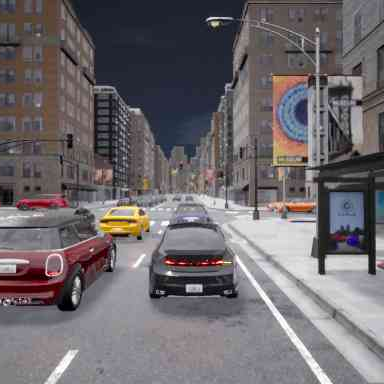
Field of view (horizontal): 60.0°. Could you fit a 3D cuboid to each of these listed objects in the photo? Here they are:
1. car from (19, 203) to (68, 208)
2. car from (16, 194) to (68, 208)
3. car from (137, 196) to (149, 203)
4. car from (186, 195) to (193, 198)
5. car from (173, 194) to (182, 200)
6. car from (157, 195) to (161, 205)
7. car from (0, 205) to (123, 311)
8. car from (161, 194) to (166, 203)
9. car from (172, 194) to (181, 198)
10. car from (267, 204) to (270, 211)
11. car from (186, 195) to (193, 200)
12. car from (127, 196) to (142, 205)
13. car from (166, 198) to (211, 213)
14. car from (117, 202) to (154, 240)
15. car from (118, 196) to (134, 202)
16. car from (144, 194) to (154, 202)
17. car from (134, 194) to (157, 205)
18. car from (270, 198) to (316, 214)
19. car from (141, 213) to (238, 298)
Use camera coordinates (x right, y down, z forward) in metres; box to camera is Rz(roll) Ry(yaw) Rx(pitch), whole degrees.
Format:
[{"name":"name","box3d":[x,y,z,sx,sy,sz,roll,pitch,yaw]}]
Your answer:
[{"name":"car","box3d":[-6.470,1.513,17.022,1.837,1.490,4.892,0,0,3]},{"name":"car","box3d":[-17.318,1.253,38.694,5.566,2.045,2.150,0,-1,-1]},{"name":"car","box3d":[-10.297,1.614,70.200,1.895,1.301,4.718,0,0,0]},{"name":"car","box3d":[-0.641,1.540,82.641,2.128,1.511,4.902,0,0,0]},{"name":"car","box3d":[-3.962,1.364,91.949,2.128,1.511,4.902,0,0,0]},{"name":"car","box3d":[-7.045,1.544,58.884,1.812,1.442,4.674,0,0,0]},{"name":"car","box3d":[-3.228,1.355,7.904,2.097,1.767,4.553,0,0,-1]},{"name":"car","box3d":[-7.037,1.583,68.892,1.994,1.385,4.181,0,0,0]},{"name":"car","box3d":[-3.886,1.603,81.977,1.895,1.301,4.718,0,0,0]},{"name":"car","box3d":[11.148,1.477,39.015,4.553,1.767,2.097,0,-1,-1]},{"name":"car","box3d":[-0.717,1.531,92.742,2.128,1.511,4.902,0,0,0]},{"name":"car","box3d":[-10.291,1.523,60.152,1.837,1.490,4.892,0,0,0]},{"name":"car","box3d":[-0.051,1.359,17.413,2.097,1.767,4.553,0,0,0]},{"name":"car","box3d":[-3.297,1.484,17.032,1.882,1.535,5.008,0,0,-1]},{"name":"car","box3d":[-10.249,1.583,51.331,1.994,1.385,4.181,0,0,0]},{"name":"car","box3d":[-10.375,1.372,80.514,2.097,1.767,4.553,0,0,0]},{"name":"car","box3d":[-6.991,1.370,50.308,2.097,1.767,4.553,0,0,0]},{"name":"car","box3d":[11.206,1.434,35.767,4.553,1.767,2.097,0,-1,-1]},{"name":"car","box3d":[0.015,1.508,8.477,1.837,1.490,4.892,0,0,-1]}]
